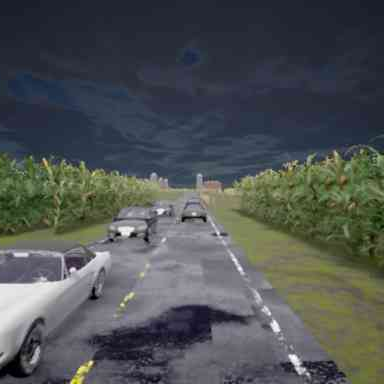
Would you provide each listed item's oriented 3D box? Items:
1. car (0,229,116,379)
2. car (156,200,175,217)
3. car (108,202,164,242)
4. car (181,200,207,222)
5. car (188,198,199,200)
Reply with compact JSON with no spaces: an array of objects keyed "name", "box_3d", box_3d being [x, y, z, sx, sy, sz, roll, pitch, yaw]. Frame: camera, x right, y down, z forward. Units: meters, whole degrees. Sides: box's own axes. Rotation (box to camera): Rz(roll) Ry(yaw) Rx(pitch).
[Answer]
[{"name":"car","box_3d":[-2.832,1.598,5.640,1.895,1.301,4.718,0,0,0]},{"name":"car","box_3d":[-2.650,1.484,30.864,2.128,1.511,4.902,0,0,0]},{"name":"car","box_3d":[-2.783,1.488,16.460,2.128,1.511,4.902,0,0,0]},{"name":"car","box_3d":[0.159,1.563,26.551,1.994,1.385,4.181,0,0,0]},{"name":"car","box_3d":[0.190,1.494,39.824,1.837,1.490,4.892,0,0,1]}]
